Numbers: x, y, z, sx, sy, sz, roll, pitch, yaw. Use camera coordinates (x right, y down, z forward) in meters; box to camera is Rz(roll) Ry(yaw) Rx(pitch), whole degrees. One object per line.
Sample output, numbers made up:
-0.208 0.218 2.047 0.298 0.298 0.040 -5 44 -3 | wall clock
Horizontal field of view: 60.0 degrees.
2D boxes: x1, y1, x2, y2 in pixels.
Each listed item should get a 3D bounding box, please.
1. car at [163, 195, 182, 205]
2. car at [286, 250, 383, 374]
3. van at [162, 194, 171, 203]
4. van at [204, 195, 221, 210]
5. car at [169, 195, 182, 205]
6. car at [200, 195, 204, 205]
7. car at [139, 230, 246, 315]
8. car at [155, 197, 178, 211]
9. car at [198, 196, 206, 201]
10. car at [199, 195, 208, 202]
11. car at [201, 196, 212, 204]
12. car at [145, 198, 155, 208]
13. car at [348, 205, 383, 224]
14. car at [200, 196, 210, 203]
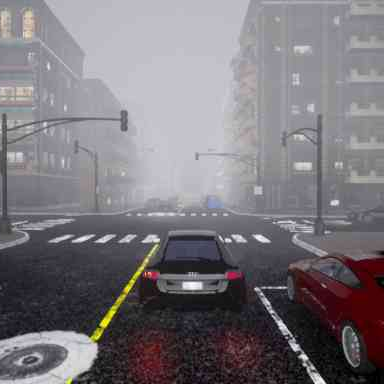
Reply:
-3.051 1.598 50.694 2.033 1.411 5.357 0 0 0 | car
2.797 1.581 5.326 1.802 1.307 4.206 0 0 0 | car
-5.782 1.470 76.397 1.690 1.788 3.998 -1 0 0 | van
2.846 1.377 43.228 1.690 1.788 3.998 -1 0 0 | van
-3.018 1.430 61.202 2.097 1.767 4.553 0 0 0 | car
2.761 1.362 48.725 2.192 1.841 5.009 -1 0 0 | car
0.009 1.563 7.666 1.994 1.385 4.181 0 0 0 | car
-3.066 1.633 40.897 1.895 1.301 4.718 0 0 0 | car
2.829 1.758 92.895 1.947 1.339 4.313 -1 0 0 | car
2.796 1.588 81.850 1.967 1.590 4.097 -1 0 0 | car
2.734 1.531 65.287 1.967 1.590 4.097 -1 0 0 | car
-5.801 1.629 48.782 1.802 1.307 4.206 -1 0 0 | car
14.628 1.724 26.239 4.181 1.385 1.994 1 0 0 | car
2.740 1.654 70.807 1.887 1.381 4.507 -1 0 0 | car
